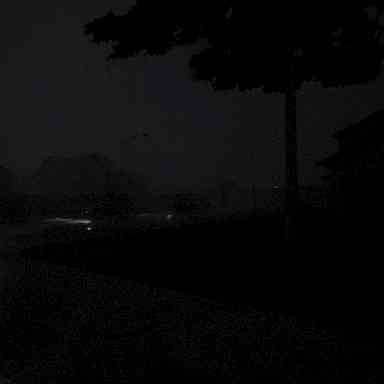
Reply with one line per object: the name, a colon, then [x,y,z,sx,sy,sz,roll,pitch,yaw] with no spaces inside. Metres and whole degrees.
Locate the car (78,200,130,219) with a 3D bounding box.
car: [-7.556,1.514,29.023,1.837,1.490,4.892,0,0,36]

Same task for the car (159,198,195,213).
car: [-1.593,1.487,37.317,1.882,1.535,5.008,0,0,36]
